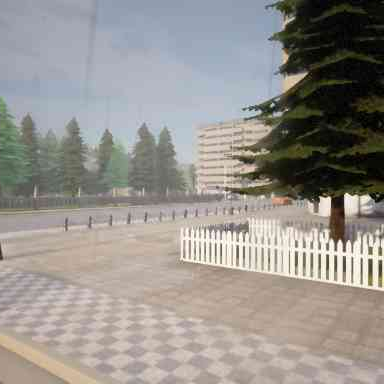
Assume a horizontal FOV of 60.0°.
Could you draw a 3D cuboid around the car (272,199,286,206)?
[{"bbox_3d":[15.431,1.352,56.690,2.097,1.767,4.553,0,0,36],"label":"car"}]
